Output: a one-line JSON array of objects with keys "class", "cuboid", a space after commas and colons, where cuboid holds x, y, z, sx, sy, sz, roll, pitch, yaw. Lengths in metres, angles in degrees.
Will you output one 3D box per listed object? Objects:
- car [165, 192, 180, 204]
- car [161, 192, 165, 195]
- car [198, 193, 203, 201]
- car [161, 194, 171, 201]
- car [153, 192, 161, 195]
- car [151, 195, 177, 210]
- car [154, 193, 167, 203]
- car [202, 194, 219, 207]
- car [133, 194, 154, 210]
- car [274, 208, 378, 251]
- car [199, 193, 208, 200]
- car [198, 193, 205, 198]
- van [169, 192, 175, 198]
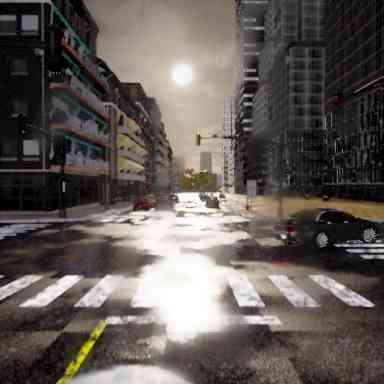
[{"class": "car", "cuboid": [-3.052, 1.170, 55.045, 1.837, 1.490, 4.892, 0, 0, 0]}, {"class": "car", "cuboid": [-5.694, 0.976, 55.436, 2.192, 1.841, 5.009, -1, 0, 0]}, {"class": "car", "cuboid": [2.659, 1.146, 66.790, 2.008, 1.369, 4.403, -1, 0, 0]}, {"class": "car", "cuboid": [-5.687, 1.145, 72.384, 1.802, 1.307, 4.206, -1, 0, 0]}, {"class": "car", "cuboid": [-5.694, 1.168, 44.138, 1.967, 1.590, 4.097, -1, 0, 0]}, {"class": "car", "cuboid": [-3.088, 1.330, 37.644, 1.994, 1.385, 4.181, 0, 0, 0]}, {"class": "car", "cuboid": [-5.691, 1.069, 61.084, 1.967, 1.590, 4.097, -1, 0, 0]}, {"class": "car", "cuboid": [2.654, 1.272, 44.195, 1.887, 1.381, 4.507, -1, 0, 0]}, {"class": "car", "cuboid": [-5.694, 1.306, 38.490, 1.887, 1.381, 4.507, -1, 0, 0]}, {"class": "car", "cuboid": [5.681, 1.438, 13.931, 4.892, 1.490, 1.837, -1, -2, -28]}, {"class": "car", "cuboid": [2.661, 1.075, 78.088, 1.887, 1.381, 4.507, -1, 0, 0]}, {"class": "car", "cuboid": [2.663, 0.959, 95.205, 1.752, 1.417, 4.829, -1, 0, 0]}, {"class": "van", "cuboid": [-5.686, 0.776, 94.976, 1.690, 1.788, 3.998, -1, 0, 0]}]
